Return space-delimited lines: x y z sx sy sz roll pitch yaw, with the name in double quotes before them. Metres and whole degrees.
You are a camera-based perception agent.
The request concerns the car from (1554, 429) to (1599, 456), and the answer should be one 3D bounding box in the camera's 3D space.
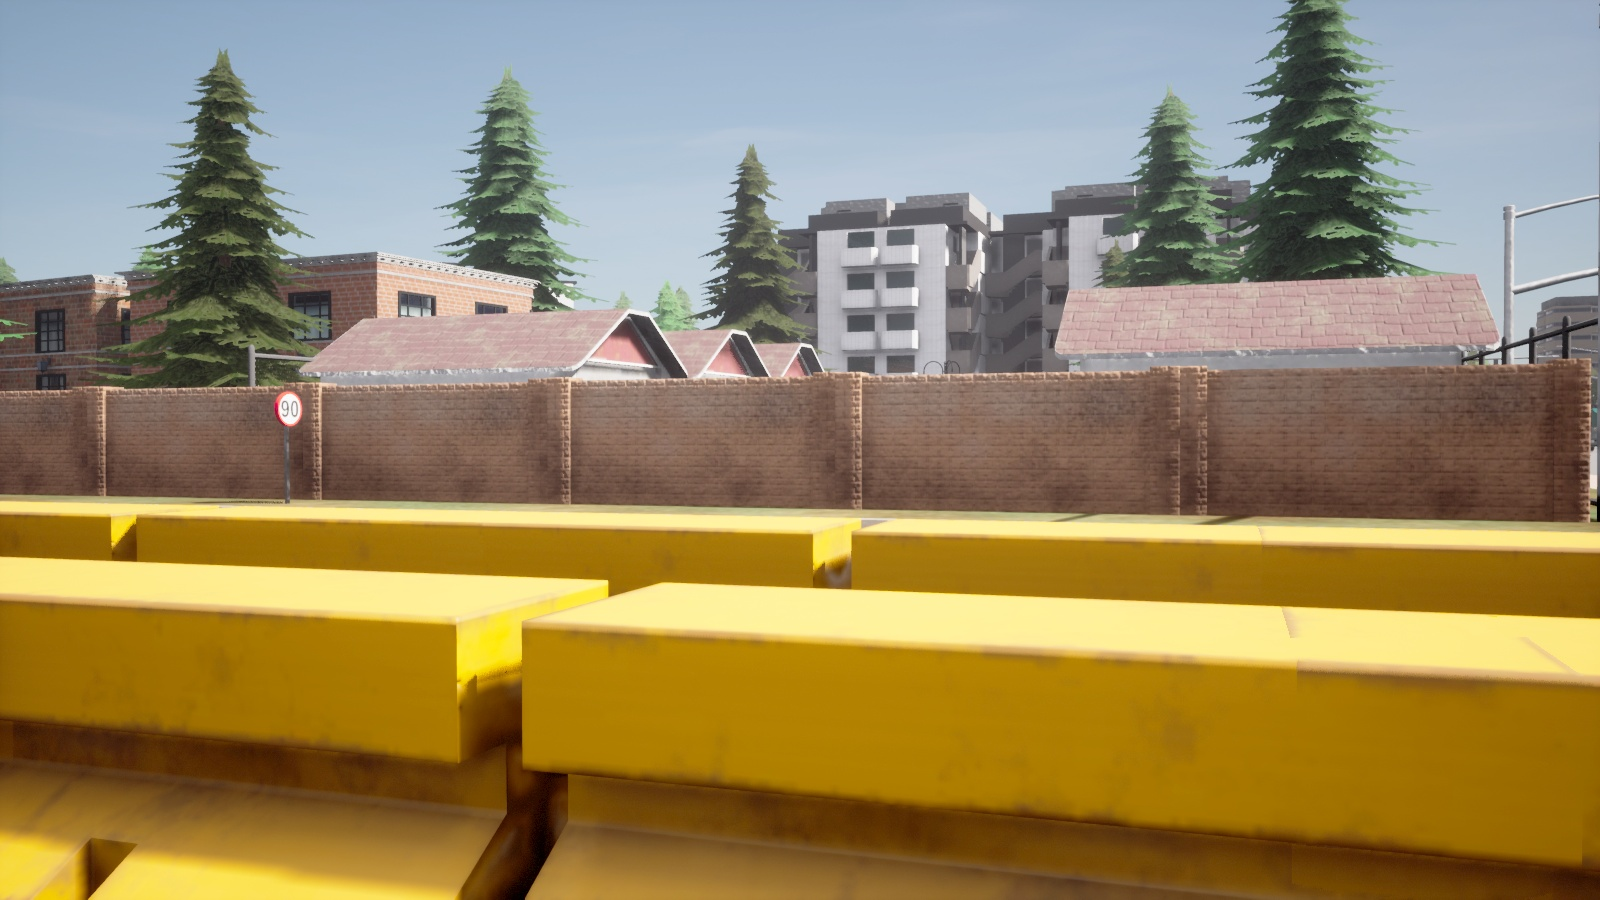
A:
"car" 50.152 -0.497 80.589 2.152 1.651 5.027 1 1 20
